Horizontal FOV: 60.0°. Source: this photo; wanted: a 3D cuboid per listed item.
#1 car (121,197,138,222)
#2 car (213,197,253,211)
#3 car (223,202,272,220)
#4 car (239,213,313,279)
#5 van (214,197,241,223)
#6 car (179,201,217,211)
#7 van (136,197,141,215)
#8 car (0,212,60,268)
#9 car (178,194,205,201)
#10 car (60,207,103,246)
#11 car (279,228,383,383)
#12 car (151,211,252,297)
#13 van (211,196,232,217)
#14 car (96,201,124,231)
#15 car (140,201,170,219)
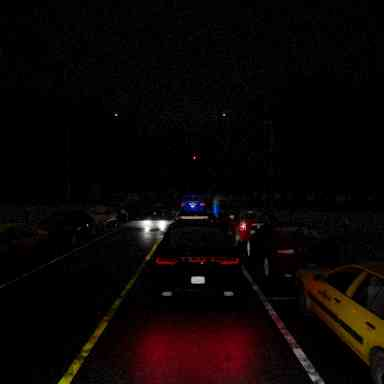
[{"bbox_3d":[-5.778,1.443,26.158,1.967,1.590,4.097,0,0,0],"label":"car"},{"bbox_3d":[2.750,1.317,20.725,2.192,1.841,5.009,0,0,0],"label":"car"},{"bbox_3d":[2.752,1.441,15.287,1.967,1.590,4.097,0,0,0],"label":"car"},{"bbox_3d":[2.755,1.545,9.850,1.887,1.381,4.507,0,0,0],"label":"car"},{"bbox_3d":[2.747,1.344,26.162,1.690,1.788,3.998,0,0,0],"label":"van"},{"bbox_3d":[0.087,1.493,19.071,2.128,1.511,4.902,0,0,0],"label":"car"},{"bbox_3d":[-5.781,1.346,31.596,1.690,1.788,3.998,0,0,0],"label":"van"},{"bbox_3d":[-5.770,1.526,9.676,1.752,1.417,4.829,0,0,0],"label":"car"},{"bbox_3d":[0.009,1.226,29.438,2.150,2.045,5.566,0,0,-2],"label":"car"},{"bbox_3d":[-5.773,1.567,15.283,1.947,1.339,4.313,0,0,0],"label":"car"},{"bbox_3d":[2.758,1.525,4.582,1.752,1.417,4.829,0,0,0],"label":"car"},{"bbox_3d":[0.090,1.478,8.627,1.882,1.535,5.008,0,0,0],"label":"car"},{"bbox_3d":[2.745,1.346,31.600,1.690,1.788,3.998,0,0,0],"label":"van"},{"bbox_3d":[-5.775,1.527,20.551,1.752,1.417,4.829,0,0,0],"label":"car"},{"bbox_3d":[-3.015,1.569,28.982,1.994,1.385,4.181,0,0,0],"label":"car"}]
